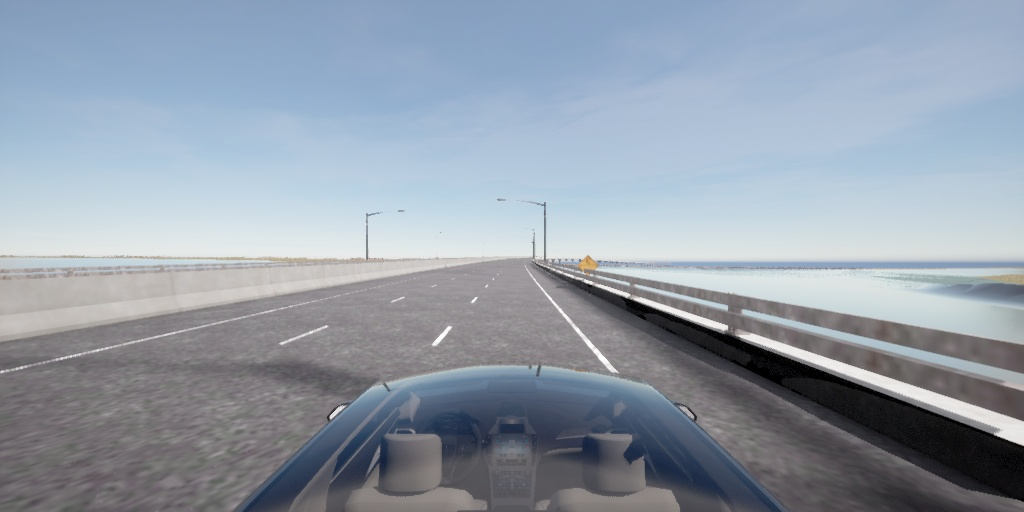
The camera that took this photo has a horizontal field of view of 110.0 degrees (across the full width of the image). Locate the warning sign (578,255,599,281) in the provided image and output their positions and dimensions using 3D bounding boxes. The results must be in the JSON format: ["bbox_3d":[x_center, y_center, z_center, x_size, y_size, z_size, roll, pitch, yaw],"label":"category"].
[{"bbox_3d":[4.623,0.867,21.680,1.300,1.860,1.060,0,0,0],"label":"warning sign"}]
